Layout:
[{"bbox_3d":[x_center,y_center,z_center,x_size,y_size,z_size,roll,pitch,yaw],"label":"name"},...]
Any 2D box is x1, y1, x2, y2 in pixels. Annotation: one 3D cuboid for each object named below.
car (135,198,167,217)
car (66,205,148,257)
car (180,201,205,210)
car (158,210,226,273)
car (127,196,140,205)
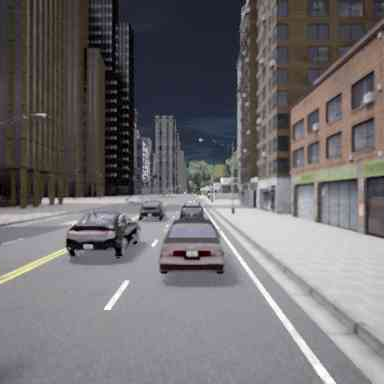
[{"bbox_3d":[-3.210,1.499,27.853,1.837,1.490,4.892,0,0,1],"label":"car"},{"bbox_3d":[-3.208,1.491,12.798,2.128,1.511,4.902,0,0,1],"label":"car"},{"bbox_3d":[0.033,1.485,27.817,2.128,1.511,4.902,0,0,0],"label":"car"},{"bbox_3d":[0.019,1.547,10.626,2.033,1.411,5.357,0,0,0],"label":"car"},{"bbox_3d":[-9.818,1.491,57.225,1.812,1.442,4.674,0,0,0],"label":"car"}]
